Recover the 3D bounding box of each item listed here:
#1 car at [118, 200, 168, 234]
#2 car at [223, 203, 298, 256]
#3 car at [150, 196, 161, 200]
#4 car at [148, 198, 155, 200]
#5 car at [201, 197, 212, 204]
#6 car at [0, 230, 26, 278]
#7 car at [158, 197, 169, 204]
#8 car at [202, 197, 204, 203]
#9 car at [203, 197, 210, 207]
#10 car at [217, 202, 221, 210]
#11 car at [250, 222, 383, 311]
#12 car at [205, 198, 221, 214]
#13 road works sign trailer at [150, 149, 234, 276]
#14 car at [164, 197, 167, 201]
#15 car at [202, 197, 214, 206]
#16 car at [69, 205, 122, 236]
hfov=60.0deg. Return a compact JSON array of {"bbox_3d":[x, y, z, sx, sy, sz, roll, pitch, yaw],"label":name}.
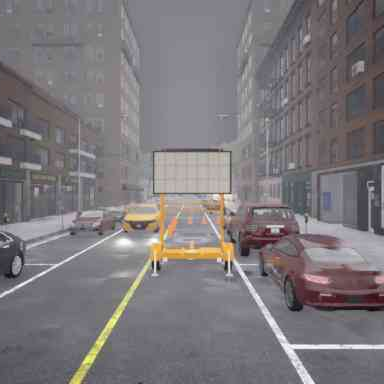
[{"bbox_3d":[-2.738,1.478,19.623,1.882,1.535,5.008,0,0,0],"label":"car"},{"bbox_3d":[2.645,1.315,12.952,2.192,1.841,5.009,0,0,0],"label":"car"},{"bbox_3d":[-5.363,1.553,40.545,2.008,1.369,4.403,0,0,0],"label":"car"},{"bbox_3d":[-5.366,1.567,35.026,1.947,1.339,4.313,0,0,0],"label":"car"},{"bbox_3d":[2.676,1.585,62.617,1.947,1.339,4.313,0,0,0],"label":"car"},{"bbox_3d":[-5.384,1.551,7.432,2.008,1.369,4.403,0,0,0],"label":"car"},{"bbox_3d":[-5.349,1.601,62.620,1.802,1.307,4.206,0,0,0],"label":"car"},{"bbox_3d":[2.665,1.531,46.232,1.752,1.417,4.829,0,0,0],"label":"car"},{"bbox_3d":[2.662,1.584,40.543,1.802,1.307,4.206,0,0,0],"label":"car"},{"bbox_3d":[2.644,1.525,18.639,1.752,1.417,4.829,0,0,0],"label":"car"},{"bbox_3d":[2.641,1.582,7.434,1.802,1.307,4.206,0,0,0],"label":"car"},{"bbox_3d":[2.659,1.583,35.025,1.802,1.307,4.206,0,0,0],"label":"car"},{"bbox_3d":[0.006,0.464,10.321,2.380,3.560,2.880,0,0,0],"label":"road works sign trailer"},{"bbox_3d":[-5.356,1.535,51.412,1.752,1.417,4.829,0,0,0],"label":"car"},{"bbox_3d":[2.672,1.596,57.098,1.802,1.307,4.206,0,0,0],"label":"car"},{"bbox_3d":[-5.377,1.582,18.470,1.802,1.307,4.206,0,0,0],"label":"car"}]
